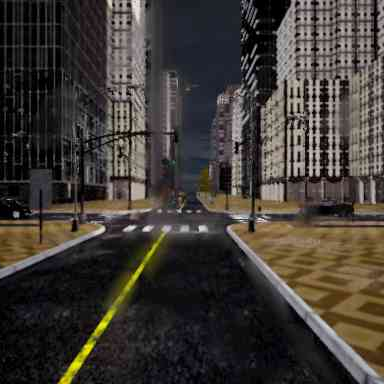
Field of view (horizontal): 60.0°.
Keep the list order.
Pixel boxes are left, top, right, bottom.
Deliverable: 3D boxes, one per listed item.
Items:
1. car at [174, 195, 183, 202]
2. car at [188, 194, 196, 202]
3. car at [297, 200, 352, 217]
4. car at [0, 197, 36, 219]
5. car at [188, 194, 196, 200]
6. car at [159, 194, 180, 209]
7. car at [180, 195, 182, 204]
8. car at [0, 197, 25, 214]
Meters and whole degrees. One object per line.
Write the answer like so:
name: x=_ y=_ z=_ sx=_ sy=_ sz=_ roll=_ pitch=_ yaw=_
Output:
car: x=-3.002 y=1.384 z=75.164 sx=1.882 sy=1.535 sz=5.008 roll=0 pitch=0 yaw=0
car: x=-0.001 y=1.438 z=75.320 sx=2.033 sy=1.411 sz=5.357 roll=0 pitch=0 yaw=0
car: x=12.283 y=1.527 z=30.911 sx=4.902 sy=1.511 sz=2.128 roll=0 pitch=0 yaw=-3
car: x=-15.422 y=1.395 z=27.249 sx=4.892 sy=1.490 sz=1.837 roll=0 pitch=0 yaw=-1
car: x=-0.001 y=1.249 z=85.741 sx=2.128 sy=1.511 sz=4.902 roll=0 pitch=0 yaw=0
car: x=-3.116 y=1.301 z=44.062 sx=2.097 sy=1.767 sz=4.553 roll=0 pitch=0 yaw=1
car: x=-3.071 y=1.484 z=53.535 sx=2.033 sy=1.411 sz=5.357 roll=0 pitch=0 yaw=0
car: x=-19.206 y=1.325 z=33.114 sx=4.097 sy=1.590 sz=1.967 roll=0 pitch=0 yaw=-1
